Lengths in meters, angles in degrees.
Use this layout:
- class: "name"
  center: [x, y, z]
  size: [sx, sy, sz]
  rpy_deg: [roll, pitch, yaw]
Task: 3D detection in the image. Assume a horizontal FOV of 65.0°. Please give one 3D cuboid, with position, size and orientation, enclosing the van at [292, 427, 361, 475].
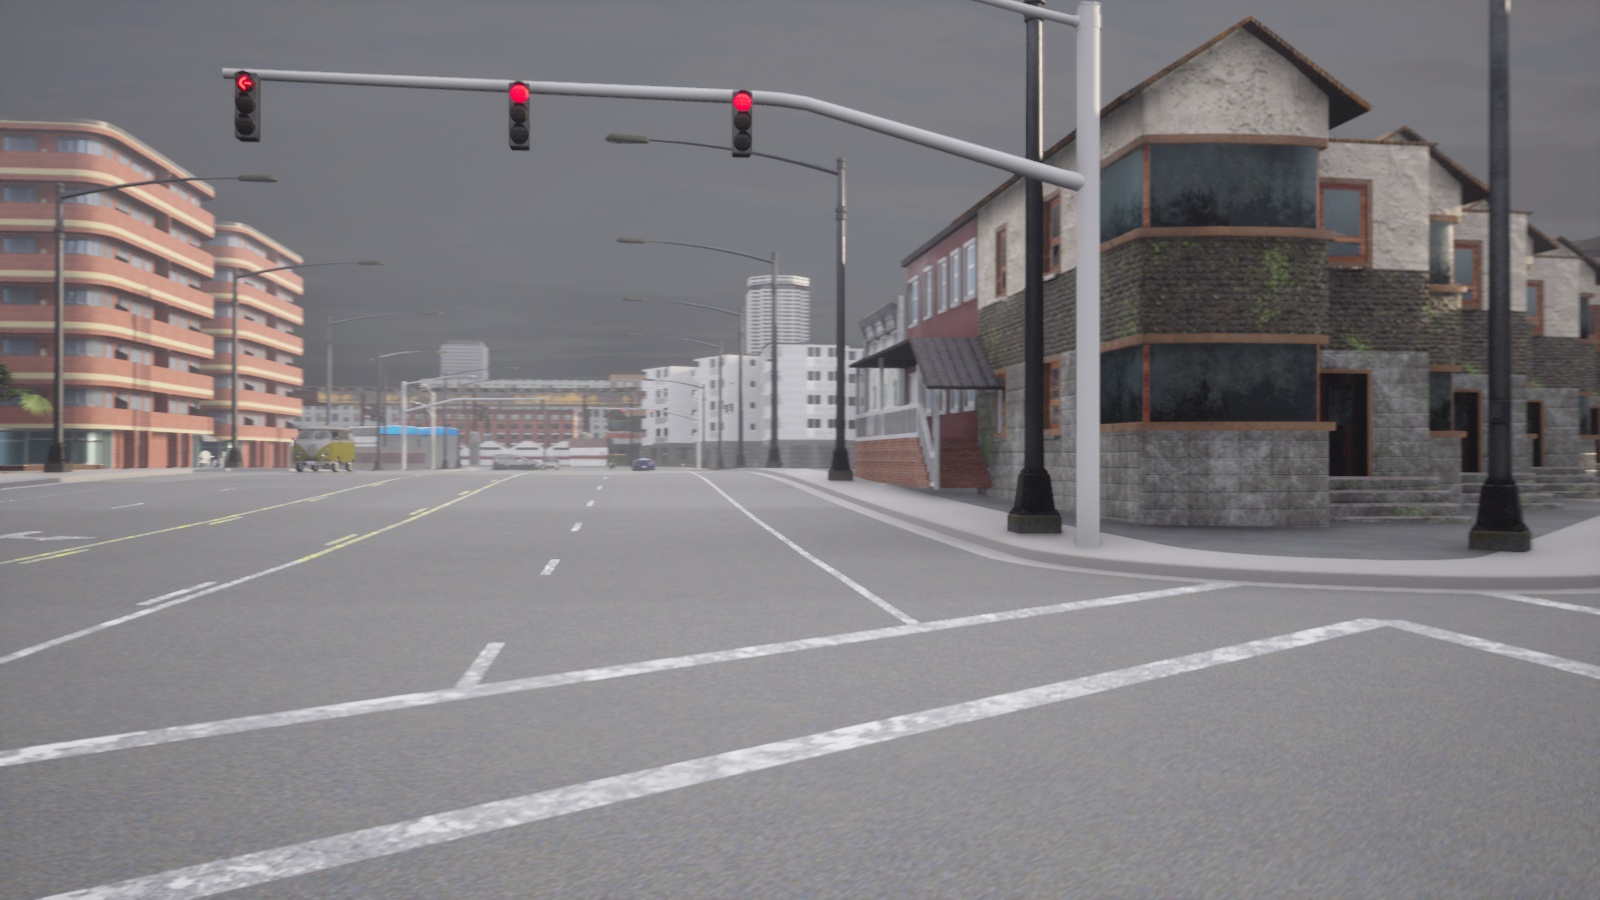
- class: "van"
  center: [-20.377, 0.043, 54.201]
  size: [1.775, 1.987, 4.442]
  rpy_deg: [0, 0, -7]
